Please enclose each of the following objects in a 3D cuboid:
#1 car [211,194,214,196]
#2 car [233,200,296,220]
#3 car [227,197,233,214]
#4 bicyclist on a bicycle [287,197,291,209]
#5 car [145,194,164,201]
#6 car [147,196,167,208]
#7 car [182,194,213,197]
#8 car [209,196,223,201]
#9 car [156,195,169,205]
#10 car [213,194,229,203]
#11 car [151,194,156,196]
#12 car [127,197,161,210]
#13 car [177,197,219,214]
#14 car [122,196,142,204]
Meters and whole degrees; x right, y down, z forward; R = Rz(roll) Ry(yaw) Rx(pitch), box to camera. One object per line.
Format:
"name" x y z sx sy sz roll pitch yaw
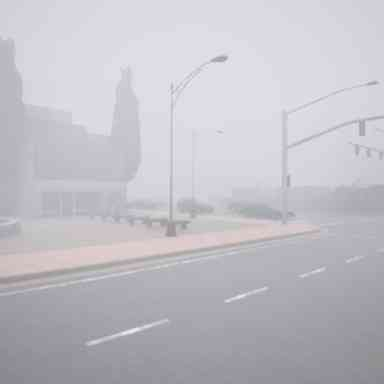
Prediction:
"car" 5.067 1.426 71.047 3.866 1.878 1.905 0 0 -42
"car" 6.518 1.677 29.692 2.033 1.411 5.357 0 0 -38
"car" 5.935 1.640 35.895 2.128 1.511 4.902 0 0 -40
"bicyclist on a bicycle" 12.887 1.468 44.621 1.656 1.620 0.582 -7 4 -40
"car" -9.832 1.424 87.931 4.605 1.855 1.932 0 0 -42
"car" -6.333 1.754 50.539 1.895 1.301 4.718 0 0 -40
"car" 0.023 1.503 42.949 2.097 1.767 4.553 0 0 -40
"car" 6.923 1.757 95.265 3.806 1.475 1.970 0 0 -42
"car" -5.997 1.756 61.317 1.994 1.385 4.181 0 0 -40
"car" 6.975 1.665 68.869 3.806 1.475 1.970 0 0 -42
"car" -9.085 1.665 59.549 2.128 1.511 4.902 0 0 -40
"car" -6.683 1.735 45.498 1.895 1.301 4.718 0 0 -40
"car" 0.358 1.609 37.104 1.882 1.535 5.008 0 0 -40
"car" -12.412 1.671 68.902 1.882 1.535 5.008 0 0 -40
